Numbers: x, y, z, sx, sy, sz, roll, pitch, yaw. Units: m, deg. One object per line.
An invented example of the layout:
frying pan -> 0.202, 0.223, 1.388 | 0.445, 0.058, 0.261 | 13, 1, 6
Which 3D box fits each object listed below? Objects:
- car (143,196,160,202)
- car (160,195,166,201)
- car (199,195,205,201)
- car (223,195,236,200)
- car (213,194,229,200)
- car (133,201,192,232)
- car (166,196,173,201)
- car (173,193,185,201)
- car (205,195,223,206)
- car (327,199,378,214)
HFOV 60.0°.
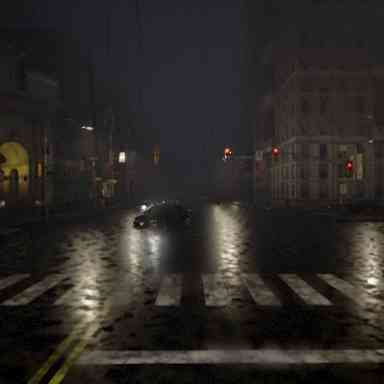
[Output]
car -> -7.015, 1.611, 56.194 | 1.895, 1.301, 4.718 | 0, 0, 1
car -> -6.982, 1.503, 65.831 | 2.128, 1.511, 4.902 | 0, 0, 1
car -> 3.315, 1.539, 85.521 | 1.812, 1.442, 4.674 | 0, 0, 22
car -> 10.306, 1.516, 91.292 | 1.837, 1.490, 4.892 | 0, 0, 35
car -> 8.265, 1.483, 94.510 | 1.882, 1.535, 5.008 | 0, 0, 38
car -> -1.688, 1.508, 20.426 | 1.837, 1.490, 4.892 | -1, -1, 27
car -> -6.443, 1.539, 75.984 | 2.128, 1.511, 4.902 | 0, 0, 7
car -> -3.676, 1.239, 86.828 | 2.150, 2.045, 5.566 | 0, 0, 19
car -> 3.624, 1.515, 56.229 | 1.837, 1.490, 4.892 | 0, 0, 0
car -> 16.534, 1.498, 34.362 | 4.902, 1.511, 2.128 | 0, 0, 3
